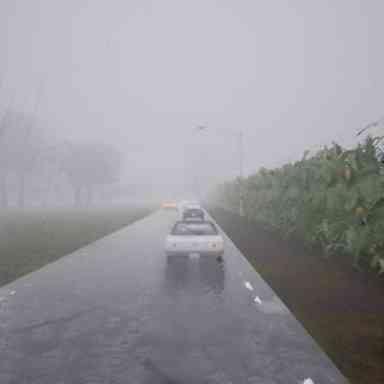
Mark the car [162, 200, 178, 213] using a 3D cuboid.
[{"bbox_3d":[-2.782,1.822,43.362,1.882,1.535,5.008,0,0,0],"label":"car"}]

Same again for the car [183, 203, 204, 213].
[{"bbox_3d":[0.129,1.760,30.070,1.812,1.442,4.674,0,0,0],"label":"car"}]

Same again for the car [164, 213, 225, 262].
[{"bbox_3d":[0.093,1.697,12.469,1.895,1.301,4.718,0,0,0],"label":"car"}]
